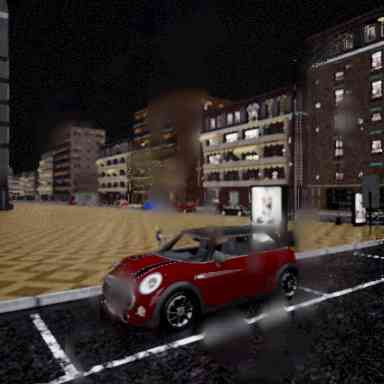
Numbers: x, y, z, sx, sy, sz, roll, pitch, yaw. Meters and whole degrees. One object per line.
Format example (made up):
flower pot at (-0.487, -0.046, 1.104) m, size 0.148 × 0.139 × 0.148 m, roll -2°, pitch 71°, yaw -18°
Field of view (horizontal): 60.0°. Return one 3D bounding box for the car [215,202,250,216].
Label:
car at (5.013, 2.090, 37.563) m, size 2.008 × 1.369 × 4.403 m, roll -1°, pitch 0°, yaw -36°

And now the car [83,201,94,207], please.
car at (-24.361, 2.815, 78.177) m, size 2.008 × 1.369 × 4.403 m, roll -1°, pitch 0°, yaw -36°

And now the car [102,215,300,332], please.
car at (0.286, 1.459, 6.780) m, size 4.097 × 1.590 × 1.967 m, roll 0°, pitch -1°, yaw -36°

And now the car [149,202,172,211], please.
car at (-5.455, 2.408, 56.732) m, size 1.994 × 1.385 × 4.181 m, roll 0°, pitch -1°, yaw -36°

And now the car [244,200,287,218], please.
car at (8.253, 1.858, 37.752) m, size 2.097 × 1.767 × 4.553 m, roll 0°, pitch -1°, yaw -36°

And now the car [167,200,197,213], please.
car at (-1.084, 2.234, 46.025) m, size 1.887 × 1.381 × 4.507 m, roll -1°, pitch 0°, yaw -36°

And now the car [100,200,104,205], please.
car at (-24.134, 2.948, 92.114) m, size 1.887 × 1.381 × 4.507 m, roll -1°, pitch 0°, yaw -36°

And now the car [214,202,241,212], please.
car at (5.409, 2.257, 51.623) m, size 1.802 × 1.307 × 4.206 m, roll -1°, pitch 0°, yaw -36°

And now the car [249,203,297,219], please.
car at (8.289, 2.009, 33.059) m, size 2.008 × 1.369 × 4.403 m, roll -1°, pitch 0°, yaw -36°

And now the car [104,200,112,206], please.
car at (-20.858, 2.888, 87.609) m, size 1.947 × 1.339 × 4.313 m, roll -1°, pitch 0°, yaw -36°

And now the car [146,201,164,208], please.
car at (-7.756, 2.580, 69.593) m, size 1.802 × 1.307 × 4.206 m, roll -1°, pitch 0°, yaw -36°

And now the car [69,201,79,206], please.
car at (-30.912, 2.972, 87.186) m, size 1.887 × 1.381 × 4.507 m, roll -1°, pitch 0°, yaw -36°

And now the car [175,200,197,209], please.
car at (-1.205, 2.277, 60.588) m, size 1.967 × 1.590 × 4.097 m, roll -1°, pitch 0°, yaw -36°

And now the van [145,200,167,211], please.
van at (-6.018, 2.153, 52.901) m, size 1.690 × 1.788 × 3.998 m, roll -1°, pitch 0°, yaw -36°

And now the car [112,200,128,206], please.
car at (-17.585, 2.681, 83.106) m, size 1.967 × 1.590 × 4.097 m, roll -1°, pitch 0°, yaw -36°
